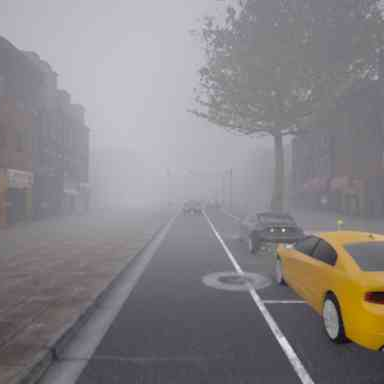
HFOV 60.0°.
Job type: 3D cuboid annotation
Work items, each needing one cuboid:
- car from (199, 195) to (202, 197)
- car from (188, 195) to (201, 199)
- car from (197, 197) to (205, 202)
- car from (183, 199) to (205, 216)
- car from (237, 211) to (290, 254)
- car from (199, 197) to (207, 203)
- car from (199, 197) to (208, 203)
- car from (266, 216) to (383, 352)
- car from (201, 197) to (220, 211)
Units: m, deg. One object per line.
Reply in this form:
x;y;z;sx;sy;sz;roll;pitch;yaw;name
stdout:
2.570;1.809;69.951;1.947;1.339;4.313;1;0;0;car
-0.010;1.609;46.112;1.837;1.490;4.892;0;0;0;car
2.541;2.016;91.700;1.947;1.339;4.313;1;-1;0;car
0.030;1.659;33.926;1.895;1.301;4.718;0;0;0;car
3.004;1.516;13.429;1.837;1.490;4.892;0;0;0;car
2.557;1.864;80.995;1.752;1.417;4.829;1;-1;0;car
2.563;1.854;75.388;1.947;1.339;4.313;1;-1;0;car
3.007;1.482;6.425;1.882;1.535;5.008;0;0;0;car
2.610;1.533;43.205;1.967;1.590;4.097;2;0;0;car
